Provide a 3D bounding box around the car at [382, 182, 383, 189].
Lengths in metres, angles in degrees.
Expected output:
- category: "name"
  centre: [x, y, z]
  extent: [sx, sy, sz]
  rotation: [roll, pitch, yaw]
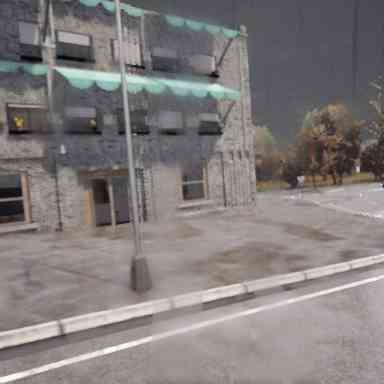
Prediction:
- category: "car"
  centre: [25.203, -1.246, 40.541]
  extent: [5.008, 1.535, 1.882]
  rotation: [-6, 3, -31]
